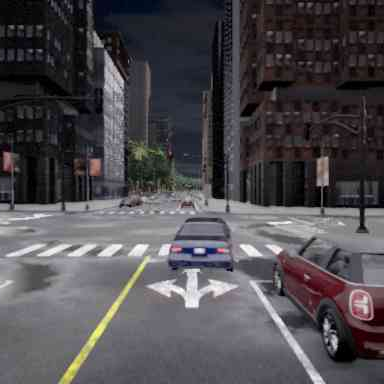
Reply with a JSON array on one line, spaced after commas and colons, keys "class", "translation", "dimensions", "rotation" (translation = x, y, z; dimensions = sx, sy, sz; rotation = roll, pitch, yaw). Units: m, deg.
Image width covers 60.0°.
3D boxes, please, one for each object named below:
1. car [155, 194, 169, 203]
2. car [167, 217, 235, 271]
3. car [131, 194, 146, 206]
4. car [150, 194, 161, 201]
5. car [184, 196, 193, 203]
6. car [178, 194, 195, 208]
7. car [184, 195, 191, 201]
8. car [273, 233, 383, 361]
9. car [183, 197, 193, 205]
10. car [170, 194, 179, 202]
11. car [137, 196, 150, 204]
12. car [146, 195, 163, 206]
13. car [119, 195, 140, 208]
[{"class": "car", "translation": [-6.510, 1.609, 72.020], "dimensions": [1.895, 1.301, 4.718], "rotation": [0, 0, 0]}, {"class": "car", "translation": [0.421, 1.541, 10.925], "dimensions": [2.033, 1.411, 5.357], "rotation": [0, 0, 5]}, {"class": "car", "translation": [-9.156, 1.300, 52.692], "dimensions": [2.192, 1.841, 5.009], "rotation": [0, 0, 0]}, {"class": "car", "translation": [-9.358, 1.359, 85.247], "dimensions": [2.192, 1.841, 5.009], "rotation": [0, 0, 0]}, {"class": "car", "translation": [-0.731, 1.556, 69.015], "dimensions": [1.887, 1.381, 4.507], "rotation": [0, 0, 0]}, {"class": "car", "translation": [-0.598, 1.416, 47.316], "dimensions": [1.967, 1.590, 4.097], "rotation": [0, 0, 0]}, {"class": "car", "translation": [-1.272, 1.560, 90.987], "dimensions": [1.837, 1.490, 4.892], "rotation": [0, 0, 0]}, {"class": "car", "translation": [2.761, 1.436, 5.922], "dimensions": [1.967, 1.590, 4.097], "rotation": [0, 0, 0]}, {"class": "car", "translation": [-0.664, 1.575, 58.165], "dimensions": [1.802, 1.307, 4.206], "rotation": [0, 0, 0]}, {"class": "car", "translation": [-3.521, 1.614, 73.913], "dimensions": [1.895, 1.301, 4.718], "rotation": [0, 0, 0]}, {"class": "car", "translation": [-9.222, 1.527, 63.373], "dimensions": [1.752, 1.417, 4.829], "rotation": [0, 0, 0]}, {"class": "car", "translation": [-6.470, 1.590, 55.947], "dimensions": [1.895, 1.301, 4.718], "rotation": [0, 0, 0]}, {"class": "car", "translation": [-9.122, 1.542, 47.265], "dimensions": [1.947, 1.339, 4.313], "rotation": [0, 0, 0]}]
